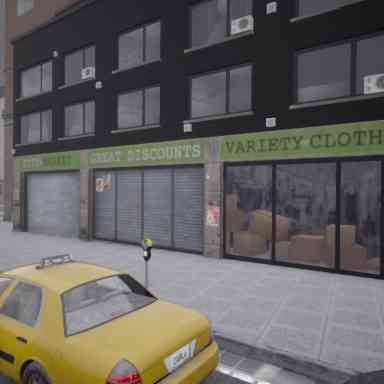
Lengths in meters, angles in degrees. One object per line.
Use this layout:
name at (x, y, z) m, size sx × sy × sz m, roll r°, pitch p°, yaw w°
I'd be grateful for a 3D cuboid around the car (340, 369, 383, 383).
car at (2.701, 1.551, 1.167) m, size 4.403 × 1.369 × 2.008 m, roll 0°, pitch 1°, yaw 35°

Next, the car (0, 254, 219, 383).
car at (-1.991, 1.524, 4.502) m, size 4.829 × 1.417 × 1.752 m, roll 0°, pitch 1°, yaw 35°
